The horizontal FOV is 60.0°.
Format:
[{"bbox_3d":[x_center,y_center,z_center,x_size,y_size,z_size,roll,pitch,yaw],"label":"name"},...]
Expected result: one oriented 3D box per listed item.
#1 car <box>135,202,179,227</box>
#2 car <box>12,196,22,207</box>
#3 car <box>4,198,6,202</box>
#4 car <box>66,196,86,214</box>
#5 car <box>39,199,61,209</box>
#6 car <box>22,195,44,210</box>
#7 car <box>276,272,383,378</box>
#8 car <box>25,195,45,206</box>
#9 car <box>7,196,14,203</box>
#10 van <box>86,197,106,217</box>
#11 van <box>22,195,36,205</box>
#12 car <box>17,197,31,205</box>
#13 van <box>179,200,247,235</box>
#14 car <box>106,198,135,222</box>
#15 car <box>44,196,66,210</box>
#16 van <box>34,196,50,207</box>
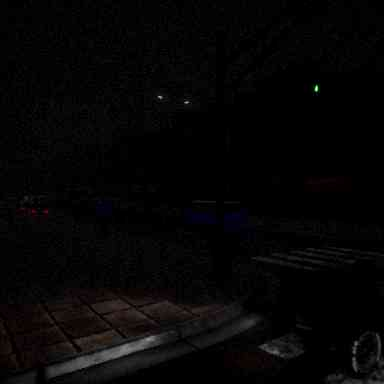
[{"bbox_3d":[-1.969,1.488,23.038,1.967,1.590,4.097,0,0,-36],"label":"car"},{"bbox_3d":[-27.108,1.772,53.431,1.895,1.301,4.718,0,0,-36],"label":"car"},{"bbox_3d":[-43.810,1.801,80.832,1.752,1.417,4.829,0,0,-36],"label":"car"},{"bbox_3d":[-11.602,1.413,36.340,2.192,1.841,5.009,0,0,-36],"label":"car"},{"bbox_3d":[-21.234,1.702,49.648,2.008,1.369,4.403,0,0,-36],"label":"car"},{"bbox_3d":[-21.244,1.490,45.335,2.097,1.767,4.553,0,0,-36],"label":"car"},{"bbox_3d":[3.665,1.603,4.731,4.718,1.301,1.895,0,0,6],"label":"car"},{"bbox_3d":[-27.657,1.502,58.518,2.192,1.841,5.009,0,0,-36],"label":"car"},{"bbox_3d":[-40.500,1.698,76.259,1.967,1.590,4.097,0,0,-36],"label":"car"},{"bbox_3d":[-8.391,1.422,31.908,1.690,1.788,3.998,0,0,-36],"label":"van"},{"bbox_3d":[-30.867,1.546,62.953,1.690,1.788,3.998,0,0,-36],"label":"van"},{"bbox_3d":[-34.177,1.749,67.526,1.752,1.417,4.829,0,0,-36],"label":"car"},{"bbox_3d":[1.242,1.374,18.603,1.690,1.788,3.998,0,0,-36],"label":"van"},{"bbox_3d":[-5.180,1.504,27.473,1.967,1.590,4.097,0,0,-36],"label":"car"},{"bbox_3d":[-18.024,1.449,45.213,2.192,1.841,5.009,0,0,-36],"label":"car"},{"bbox_3d":[-24.446,1.511,54.083,1.690,1.788,3.998,0,0,-36],"label":"van"}]
